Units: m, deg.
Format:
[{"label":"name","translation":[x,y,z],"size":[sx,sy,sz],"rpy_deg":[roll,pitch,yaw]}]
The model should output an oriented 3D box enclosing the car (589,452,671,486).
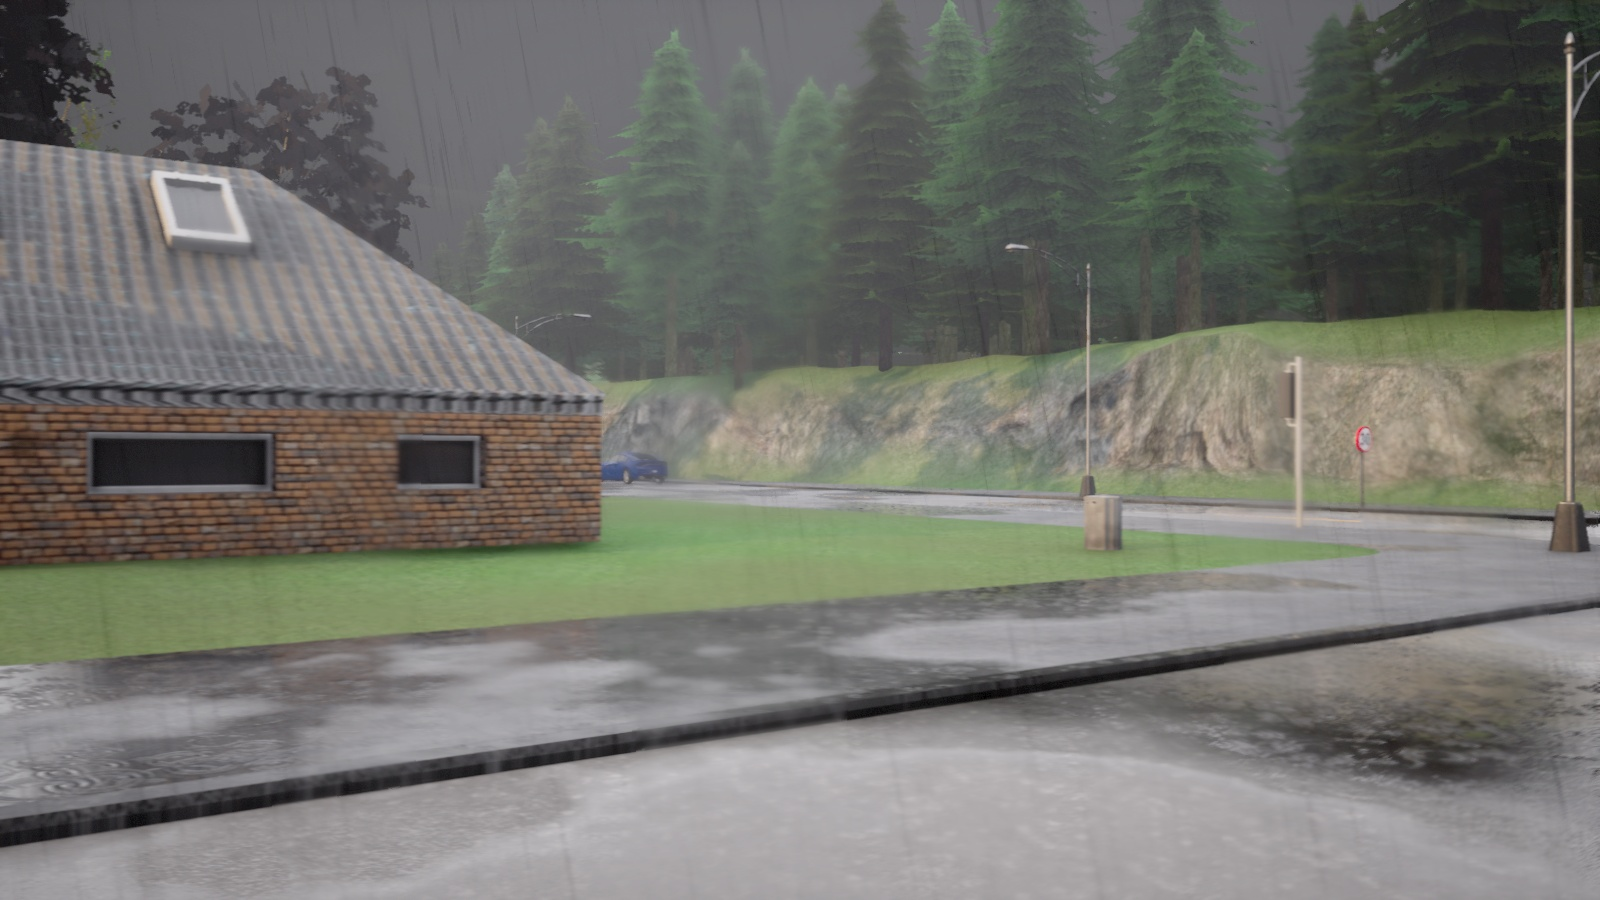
[{"label":"car","translation":[-8.259,0.889,60.688],"size":[1.882,1.535,5.008],"rpy_deg":[0,0,-35]}]
